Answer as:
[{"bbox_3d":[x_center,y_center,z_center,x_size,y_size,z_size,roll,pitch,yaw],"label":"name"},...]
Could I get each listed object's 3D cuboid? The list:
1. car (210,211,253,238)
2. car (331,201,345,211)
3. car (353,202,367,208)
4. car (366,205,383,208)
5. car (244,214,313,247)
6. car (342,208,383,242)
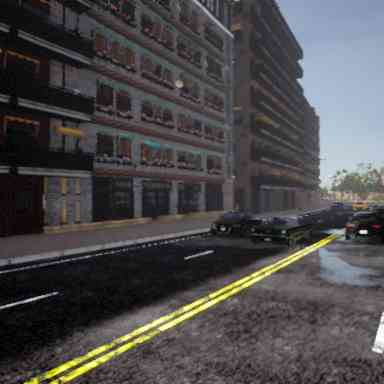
[{"bbox_3d":[2.786,1.868,19.917,1.994,1.385,4.181,0,-1,33],"label":"car"},{"bbox_3d":[24.509,2.325,55.781,1.882,1.535,5.008,0,-1,30],"label":"car"},{"bbox_3d":[27.375,2.303,54.247,1.882,1.535,5.008,0,-1,30],"label":"car"},{"bbox_3d":[19.032,2.007,33.256,2.128,1.511,4.902,0,-1,31],"label":"car"},{"bbox_3d":[4.574,1.858,16.703,1.895,1.301,4.718,0,-1,33],"label":"car"},{"bbox_3d":[9.552,1.808,18.077,1.812,1.442,4.674,0,-1,33],"label":"car"}]
